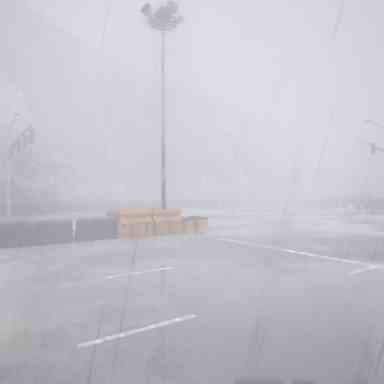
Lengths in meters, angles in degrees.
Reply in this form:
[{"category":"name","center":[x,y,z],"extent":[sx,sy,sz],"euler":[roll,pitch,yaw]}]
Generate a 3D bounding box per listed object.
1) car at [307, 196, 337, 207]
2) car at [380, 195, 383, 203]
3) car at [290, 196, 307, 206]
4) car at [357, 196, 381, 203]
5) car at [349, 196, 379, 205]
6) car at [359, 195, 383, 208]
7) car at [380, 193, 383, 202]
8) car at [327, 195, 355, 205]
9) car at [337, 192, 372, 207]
[{"category":"car","center":[19.431,1.323,48.025],"extent":[4.902,1.511,2.128],"euler":[0,0,-36]},{"category":"car","center":[35.886,1.248,59.690],"extent":[4.892,1.490,1.837],"euler":[0,0,-36]},{"category":"car","center":[16.929,1.360,50.540],"extent":[4.674,1.442,1.812],"euler":[0,0,-35]},{"category":"car","center":[32.958,1.343,61.898],"extent":[4.718,1.301,1.895],"euler":[0,0,-36]},{"category":"car","center":[28.027,1.333,54.149],"extent":[5.357,1.411,2.033],"euler":[0,0,-35]},{"category":"car","center":[23.805,1.431,42.550],"extent":[4.718,1.301,1.895],"euler":[0,0,-36]},{"category":"car","center":[40.298,1.063,67.226],"extent":[4.553,1.767,2.097],"euler":[0,0,-36]},{"category":"car","center":[25.387,1.280,56.564],"extent":[4.902,1.511,2.128],"euler":[0,0,-35]},{"category":"car","center":[23.070,1.044,46.326],"extent":[5.566,2.045,2.150],"euler":[0,0,-36]}]
